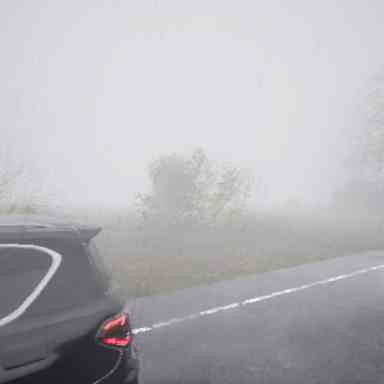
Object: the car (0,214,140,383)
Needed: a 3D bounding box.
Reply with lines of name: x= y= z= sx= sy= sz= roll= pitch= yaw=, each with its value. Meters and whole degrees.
car: x=-3.028 y=1.222 z=1.830 sx=5.566 sy=2.045 sz=2.150 roll=0 pitch=0 yaw=-35
